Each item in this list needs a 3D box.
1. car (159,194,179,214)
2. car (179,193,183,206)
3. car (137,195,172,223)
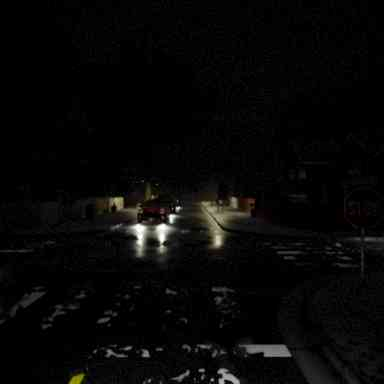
[{"bbox_3d":[-2.906,1.217,36.309,2.150,2.045,5.566,0,0,0],"label":"car"},{"bbox_3d":[-2.913,1.357,50.608,2.097,1.767,4.553,0,0,0],"label":"car"},{"bbox_3d":[-2.890,1.348,25.599,2.097,1.767,4.553,0,0,0],"label":"car"}]
